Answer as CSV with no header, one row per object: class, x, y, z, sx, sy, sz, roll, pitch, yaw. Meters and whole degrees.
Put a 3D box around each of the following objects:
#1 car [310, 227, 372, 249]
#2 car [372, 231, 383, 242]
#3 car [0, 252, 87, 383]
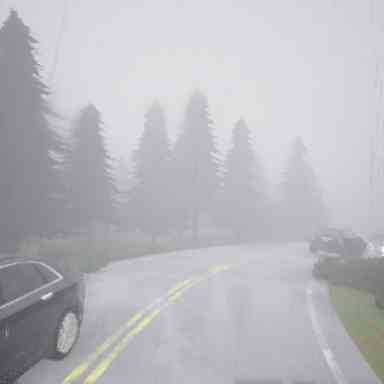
car,9.225,3.036,20.780,2.097,1.767,4.553,3,-4,44
car,22.096,5.317,39.448,1.895,1.301,4.718,2,-4,31
car,-2.820,1.499,3.413,1.837,1.490,4.892,1,-1,9
